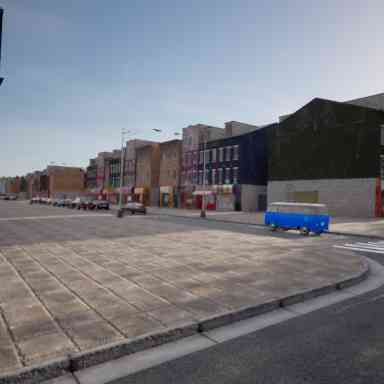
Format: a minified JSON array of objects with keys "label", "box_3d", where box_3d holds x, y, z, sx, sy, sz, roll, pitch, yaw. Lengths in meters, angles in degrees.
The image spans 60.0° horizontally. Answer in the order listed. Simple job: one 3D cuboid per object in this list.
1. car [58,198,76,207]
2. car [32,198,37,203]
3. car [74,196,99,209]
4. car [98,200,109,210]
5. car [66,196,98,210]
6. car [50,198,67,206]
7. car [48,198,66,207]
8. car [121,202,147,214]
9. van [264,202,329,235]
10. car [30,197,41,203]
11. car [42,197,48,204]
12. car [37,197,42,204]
[{"label":"car","box_3d":[-22.606,1.843,59.901,1.887,1.381,4.507,3,-2,-36]},{"label":"car","box_3d":[-35.396,1.838,77.638,1.967,1.590,4.097,3,-2,-36]},{"label":"car","box_3d":[-16.202,1.577,51.038,2.192,1.841,5.009,3,-2,-36]},{"label":"car","box_3d":[-13.012,1.813,46.598,1.947,1.339,4.313,3,-2,-36]},{"label":"car","box_3d":[-14.846,1.489,44.746,2.097,1.767,4.553,3,-2,-35]},{"label":"car","box_3d":[-25.804,1.886,64.334,1.947,1.339,4.313,3,-2,-36]},{"label":"car","box_3d":[-20.672,1.710,52.719,2.033,1.411,5.357,3,-2,-36]},{"label":"car","box_3d":[-6.617,1.808,37.730,1.802,1.307,4.206,3,-2,-36]},{"label":"van","box_3d":[6.183,1.555,19.998,1.690,1.788,3.998,3,-2,-36]},{"label":"car","box_3d":[-38.598,2.010,82.067,1.802,1.307,4.206,3,-2,-36]},{"label":"car","box_3d":[-29.101,1.870,68.906,1.752,1.417,4.829,3,-2,-36]},{"label":"car","box_3d":[-32.202,1.952,73.201,1.802,1.307,4.206,3,-2,-36]}]
